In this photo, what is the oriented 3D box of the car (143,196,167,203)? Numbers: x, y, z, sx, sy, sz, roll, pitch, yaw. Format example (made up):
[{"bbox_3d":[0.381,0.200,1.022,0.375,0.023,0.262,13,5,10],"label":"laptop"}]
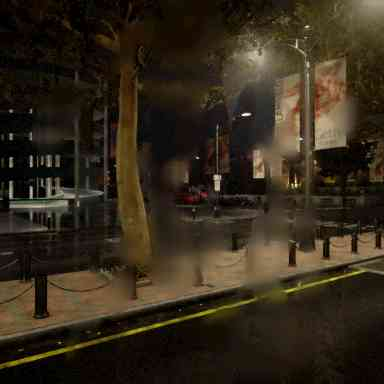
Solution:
[{"bbox_3d":[-7.826,1.478,66.762,5.008,1.535,1.882,0,0,42],"label":"car"}]

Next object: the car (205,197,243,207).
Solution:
[{"bbox_3d":[4.743,1.547,50.619,2.033,1.411,5.357,0,0,-35],"label":"car"}]

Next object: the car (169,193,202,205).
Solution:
[{"bbox_3d":[-1.166,1.221,58.921,2.150,2.045,5.566,0,0,-36],"label":"car"}]

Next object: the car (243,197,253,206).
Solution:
[{"bbox_3d":[7.500,1.491,52.763,2.128,1.511,4.902,0,0,-35],"label":"car"}]

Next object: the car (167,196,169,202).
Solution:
[{"bbox_3d":[-4.461,1.526,68.535,1.812,1.442,4.674,0,0,-44],"label":"car"}]

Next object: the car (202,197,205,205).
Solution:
[{"bbox_3d":[1.854,1.547,60.713,2.033,1.411,5.357,0,0,-36],"label":"car"}]
